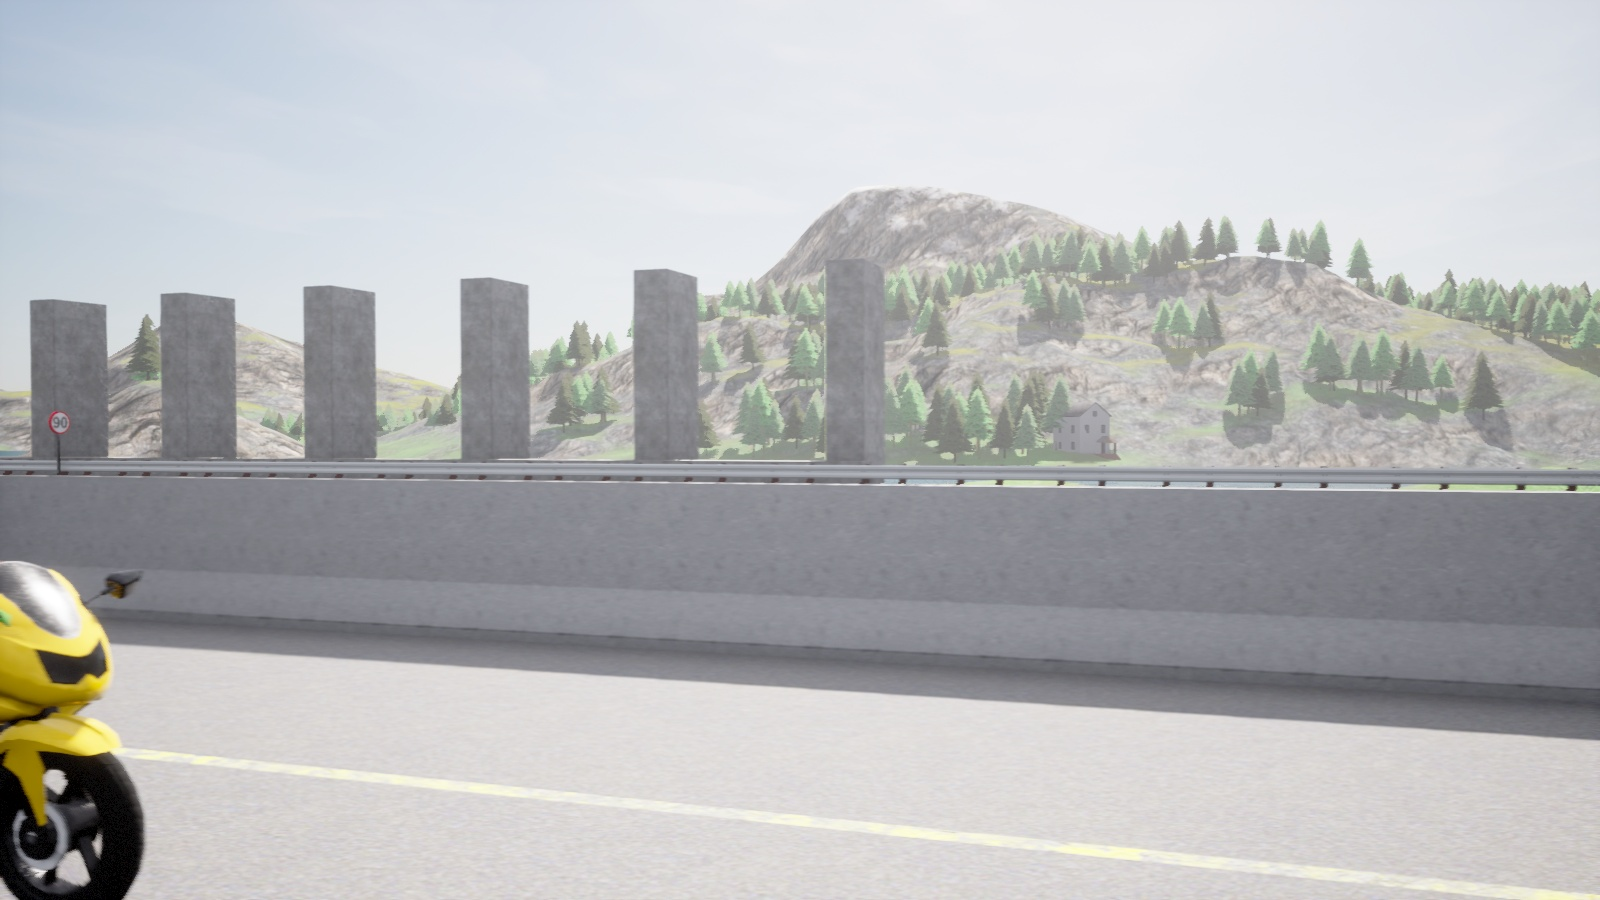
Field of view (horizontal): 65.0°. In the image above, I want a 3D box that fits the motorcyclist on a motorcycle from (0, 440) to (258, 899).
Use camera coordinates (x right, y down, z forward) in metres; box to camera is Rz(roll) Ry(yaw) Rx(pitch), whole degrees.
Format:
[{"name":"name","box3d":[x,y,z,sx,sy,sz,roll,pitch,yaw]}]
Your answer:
[{"name":"motorcyclist on a motorcycle","box3d":[-2.922,0.731,4.177,2.044,1.523,0.797,1,1,19]}]
